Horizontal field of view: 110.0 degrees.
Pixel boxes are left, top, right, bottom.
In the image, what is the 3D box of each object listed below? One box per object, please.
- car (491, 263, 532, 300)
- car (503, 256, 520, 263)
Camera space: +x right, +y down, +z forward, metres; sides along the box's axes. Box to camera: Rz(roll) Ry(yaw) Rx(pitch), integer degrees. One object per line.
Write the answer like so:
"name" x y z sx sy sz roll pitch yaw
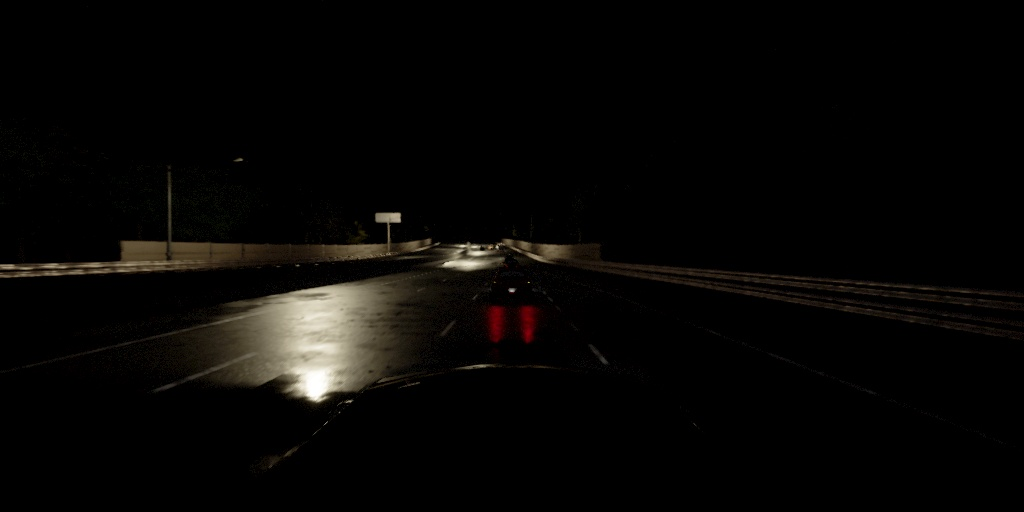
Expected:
"car" -0.007 1.243 17.389 1.812 1.442 4.674 0 0 0
"car" -0.042 1.031 41.192 1.812 1.442 4.674 0 1 0
